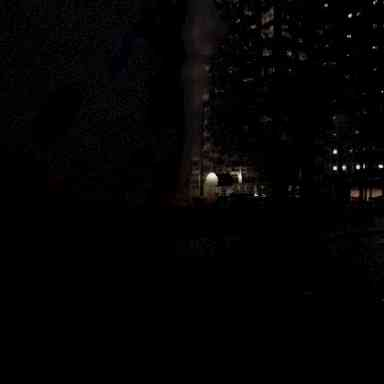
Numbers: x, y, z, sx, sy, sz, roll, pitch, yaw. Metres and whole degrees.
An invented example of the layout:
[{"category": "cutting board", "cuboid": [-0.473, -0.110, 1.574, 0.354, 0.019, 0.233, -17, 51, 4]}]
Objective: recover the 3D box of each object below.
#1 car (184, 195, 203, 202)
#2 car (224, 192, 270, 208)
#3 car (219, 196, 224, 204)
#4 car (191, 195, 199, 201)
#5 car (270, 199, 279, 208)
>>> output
[{"category": "car", "cuboid": [0.199, 1.350, 72.763, 1.812, 1.442, 4.674, 1, 0, -34]}, {"category": "car", "cuboid": [7.302, 1.084, 44.440, 2.150, 2.045, 5.566, 1, 0, -34]}, {"category": "car", "cuboid": [5.990, 1.476, 64.102, 1.837, 1.490, 4.892, 1, 0, -34]}, {"category": "car", "cuboid": [2.444, 1.526, 63.571, 1.895, 1.301, 4.718, 1, 0, -34]}, {"category": "car", "cuboid": [9.974, 1.433, 46.290, 1.812, 1.442, 4.674, 1, 0, -34]}]
